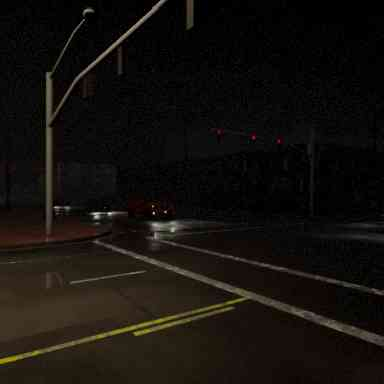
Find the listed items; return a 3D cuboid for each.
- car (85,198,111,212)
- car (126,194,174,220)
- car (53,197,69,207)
[{"bbox_3d":[-11.025,1.505,38.744,1.837,1.490,4.892,0,0,-36],"label":"car"},{"bbox_3d":[-3.718,1.222,28.561,2.150,2.045,5.566,0,0,-36],"label":"car"},{"bbox_3d":[-20.762,1.525,52.389,1.812,1.442,4.674,0,0,-35],"label":"car"}]
